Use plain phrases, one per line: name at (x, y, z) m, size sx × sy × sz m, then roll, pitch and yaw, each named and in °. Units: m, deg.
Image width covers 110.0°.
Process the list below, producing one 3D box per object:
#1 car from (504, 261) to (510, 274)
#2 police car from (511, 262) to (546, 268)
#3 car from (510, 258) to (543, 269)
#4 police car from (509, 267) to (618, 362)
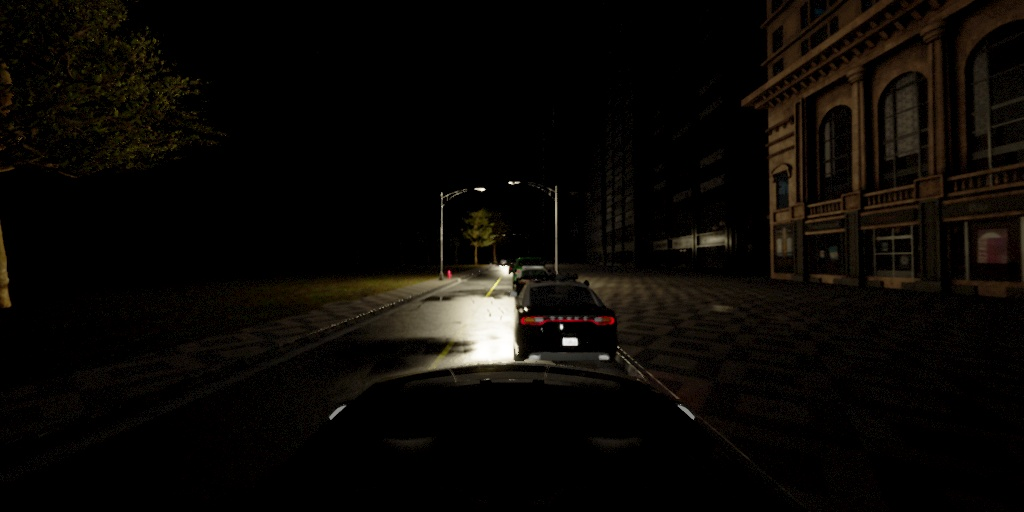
car at (0.463, 1.594, 45.943) m, size 2.033 × 1.411 × 5.357 m, roll 0°, pitch 0°, yaw 1°
police car at (1.075, 1.298, 18.469) m, size 1.930 × 1.638 × 5.238 m, roll 0°, pitch 0°, yaw 1°
car at (1.130, 1.137, 24.391) m, size 2.150 × 2.045 × 5.566 m, roll 0°, pitch 0°, yaw 1°
police car at (0.979, 1.225, 8.469) m, size 1.930 × 1.638 × 5.238 m, roll 0°, pitch 0°, yaw 1°
